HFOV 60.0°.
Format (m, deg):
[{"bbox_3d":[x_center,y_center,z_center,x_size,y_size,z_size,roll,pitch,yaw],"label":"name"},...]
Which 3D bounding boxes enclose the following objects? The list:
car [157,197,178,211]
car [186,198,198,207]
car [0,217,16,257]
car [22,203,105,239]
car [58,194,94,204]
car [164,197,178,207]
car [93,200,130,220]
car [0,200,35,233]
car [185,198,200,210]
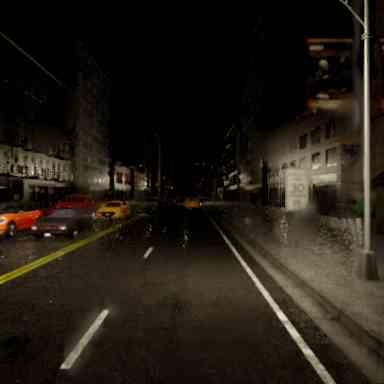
[{"bbox_3d":[-3.148,1.487,41.027,1.882,1.535,5.008,0,0,0],"label":"car"},{"bbox_3d":[0.006,1.612,54.142,1.895,1.301,4.718,0,0,0],"label":"car"},{"bbox_3d":[-6.594,1.551,7.709,2.033,1.411,5.357,0,0,0],"label":"car"},{"bbox_3d":[-6.557,1.553,17.783,2.033,1.411,5.357,0,0,0],"label":"car"},{"bbox_3d":[-9.747,1.230,28.092,2.150,2.045,5.566,0,0,0],"label":"car"},{"bbox_3d":[-3.246,1.537,52.482,1.812,1.442,4.674,0,0,0],"label":"car"},{"bbox_3d":[-6.498,1.485,28.159,1.882,1.535,5.008,0,0,0],"label":"car"},{"bbox_3d":[-9.807,1.358,17.690,2.097,1.767,4.553,0,0,0],"label":"car"},{"bbox_3d":[0.058,1.486,43.033,1.882,1.535,5.008,0,0,0],"label":"car"}]
